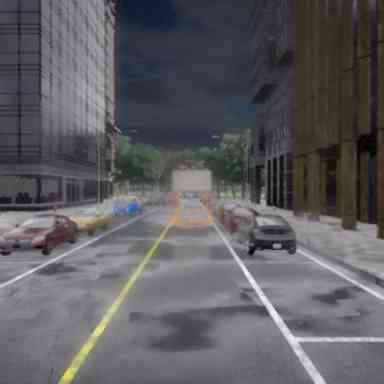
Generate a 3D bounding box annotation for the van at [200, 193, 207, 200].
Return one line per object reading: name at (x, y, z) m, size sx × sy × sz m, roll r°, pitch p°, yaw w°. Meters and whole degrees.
van at (2.793, 1.134, 83.693) m, size 1.690 × 1.788 × 3.998 m, roll 0°, pitch 0°, yaw 0°

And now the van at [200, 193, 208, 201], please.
van at (2.791, 1.145, 78.255) m, size 1.690 × 1.788 × 3.998 m, roll 0°, pitch 0°, yaw 0°

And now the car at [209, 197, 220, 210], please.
car at (2.773, 1.444, 29.488) m, size 1.752 × 1.417 × 4.829 m, roll 0°, pitch 0°, yaw 0°

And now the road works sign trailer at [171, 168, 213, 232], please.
road works sign trailer at (0.007, 0.410, 19.583) m, size 2.380 × 3.560 × 2.880 m, roll 0°, pitch 0°, yaw 0°

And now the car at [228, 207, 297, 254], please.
car at (2.767, 1.514, 13.005) m, size 2.008 × 1.369 × 4.403 m, roll 0°, pitch 0°, yaw 0°

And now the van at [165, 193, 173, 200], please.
van at (-5.732, 1.135, 83.696) m, size 1.690 × 1.788 × 3.998 m, roll 0°, pitch 0°, yaw 0°

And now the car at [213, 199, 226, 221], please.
car at (2.771, 1.478, 23.880) m, size 1.887 × 1.381 × 4.507 m, roll 0°, pitch 0°, yaw 0°

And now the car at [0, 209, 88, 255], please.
car at (-5.758, 1.546, 13.008) m, size 1.802 × 1.307 × 4.206 m, roll 0°, pitch 0°, yaw 0°

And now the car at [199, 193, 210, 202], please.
car at (2.789, 1.130, 72.818) m, size 2.192 × 1.841 × 5.009 m, roll 0°, pitch 0°, yaw 0°

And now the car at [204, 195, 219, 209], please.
car at (2.777, 1.416, 40.363) m, size 1.752 × 1.417 × 4.829 m, roll 0°, pitch 0°, yaw 0°

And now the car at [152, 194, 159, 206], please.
car at (-5.744, 1.431, 51.071) m, size 1.947 × 1.339 × 4.313 m, roll 0°, pitch 0°, yaw 0°

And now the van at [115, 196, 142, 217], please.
van at (-5.753, 1.261, 29.321) m, size 1.690 × 1.788 × 3.998 m, roll 0°, pitch 0°, yaw 0°

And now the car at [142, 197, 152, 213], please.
car at (-5.750, 1.456, 34.759) m, size 2.008 × 1.369 × 4.403 m, roll 0°, pitch 0°, yaw 0°

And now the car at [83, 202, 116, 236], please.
car at (-5.756, 1.475, 18.276) m, size 1.752 × 1.417 × 4.829 m, roll 0°, pitch 0°, yaw 0°

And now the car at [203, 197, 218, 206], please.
car at (2.781, 1.415, 51.068) m, size 2.008 × 1.369 × 4.403 m, roll 0°, pitch 0°, yaw 0°

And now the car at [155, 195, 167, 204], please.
car at (-5.740, 1.365, 61.777) m, size 1.752 × 1.417 × 4.829 m, roll 0°, pitch 0°, yaw 0°

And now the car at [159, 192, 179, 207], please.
car at (-3.065, 1.093, 48.174) m, size 2.150 × 2.045 × 5.566 m, roll 0°, pitch 0°, yaw 0°

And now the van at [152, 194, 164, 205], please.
van at (-5.742, 1.193, 56.508) m, size 1.690 × 1.788 × 3.998 m, roll 0°, pitch 0°, yaw 0°

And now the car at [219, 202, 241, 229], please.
car at (2.769, 1.493, 18.443) m, size 1.887 × 1.381 × 4.507 m, roll 0°, pitch 0°, yaw 0°

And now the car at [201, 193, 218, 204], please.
car at (2.779, 1.192, 45.630) m, size 2.192 × 1.841 × 5.009 m, roll 0°, pitch 0°, yaw 0°

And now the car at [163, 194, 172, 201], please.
car at (-5.734, 1.245, 78.259) m, size 1.967 × 1.590 × 4.097 m, roll 0°, pitch 0°, yaw 0°
